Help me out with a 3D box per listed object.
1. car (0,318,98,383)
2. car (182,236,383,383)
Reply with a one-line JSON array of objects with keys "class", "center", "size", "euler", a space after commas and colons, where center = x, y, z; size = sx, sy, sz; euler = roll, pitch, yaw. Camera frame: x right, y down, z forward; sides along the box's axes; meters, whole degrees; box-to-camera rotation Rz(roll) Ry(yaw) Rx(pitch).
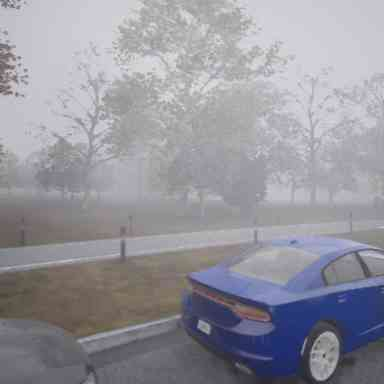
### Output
[{"class": "car", "center": [-3.001, 1.486, 1.828], "size": [4.892, 1.521, 2.231], "euler": [-1, 0, -35]}, {"class": "car", "center": [2.218, 1.469, 5.404], "size": [5.008, 1.535, 2.097], "euler": [0, 0, -33]}]
